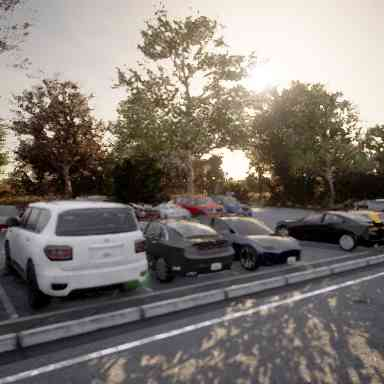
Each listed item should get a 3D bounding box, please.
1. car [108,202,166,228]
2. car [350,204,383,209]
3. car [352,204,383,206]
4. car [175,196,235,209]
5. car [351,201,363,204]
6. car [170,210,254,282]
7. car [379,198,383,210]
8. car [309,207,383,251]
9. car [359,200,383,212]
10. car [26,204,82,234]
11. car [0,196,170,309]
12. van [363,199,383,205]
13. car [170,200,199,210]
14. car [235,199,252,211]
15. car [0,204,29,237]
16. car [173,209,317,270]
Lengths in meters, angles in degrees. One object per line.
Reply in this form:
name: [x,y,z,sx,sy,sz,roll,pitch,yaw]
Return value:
car: [-4.039,1.548,23.657,2.097,1.535,5.008,1,0,-36]
car: [8.178,1.594,16.557,1.946,1.575,5.366,1,0,-36]
car: [10.547,1.654,18.063,2.163,1.488,4.792,1,0,-36]
car: [0.502,1.346,26.884,2.435,2.045,5.566,1,0,-36]
car: [23.142,1.876,43.157,2.231,1.521,4.892,1,0,-36]
car: [-0.818,1.503,9.874,2.231,1.521,4.892,0,0,-36]
car: [29.895,1.832,48.030,2.185,1.767,4.553,1,0,-36]
car: [6.013,1.570,14.771,2.097,1.535,5.008,1,0,-36]
car: [25.510,1.899,44.620,1.946,1.575,5.366,1,0,-36]
car: [-8.586,1.533,20.440,2.163,1.488,4.792,0,0,-36]
car: [-3.118,1.232,8.266,2.435,2.045,5.566,0,0,-36]
van: [12.912,1.426,19.579,1.878,1.987,4.442,1,0,-36]
car: [-1.879,1.610,25.210,2.002,1.452,4.674,1,0,-36]
car: [2.665,1.372,28.435,2.435,2.045,5.566,1,0,-36]
car: [-10.815,1.515,18.770,2.163,1.488,4.792,0,0,-36]
car: [1.470,1.553,11.484,2.163,1.488,4.792,1,0,-36]
